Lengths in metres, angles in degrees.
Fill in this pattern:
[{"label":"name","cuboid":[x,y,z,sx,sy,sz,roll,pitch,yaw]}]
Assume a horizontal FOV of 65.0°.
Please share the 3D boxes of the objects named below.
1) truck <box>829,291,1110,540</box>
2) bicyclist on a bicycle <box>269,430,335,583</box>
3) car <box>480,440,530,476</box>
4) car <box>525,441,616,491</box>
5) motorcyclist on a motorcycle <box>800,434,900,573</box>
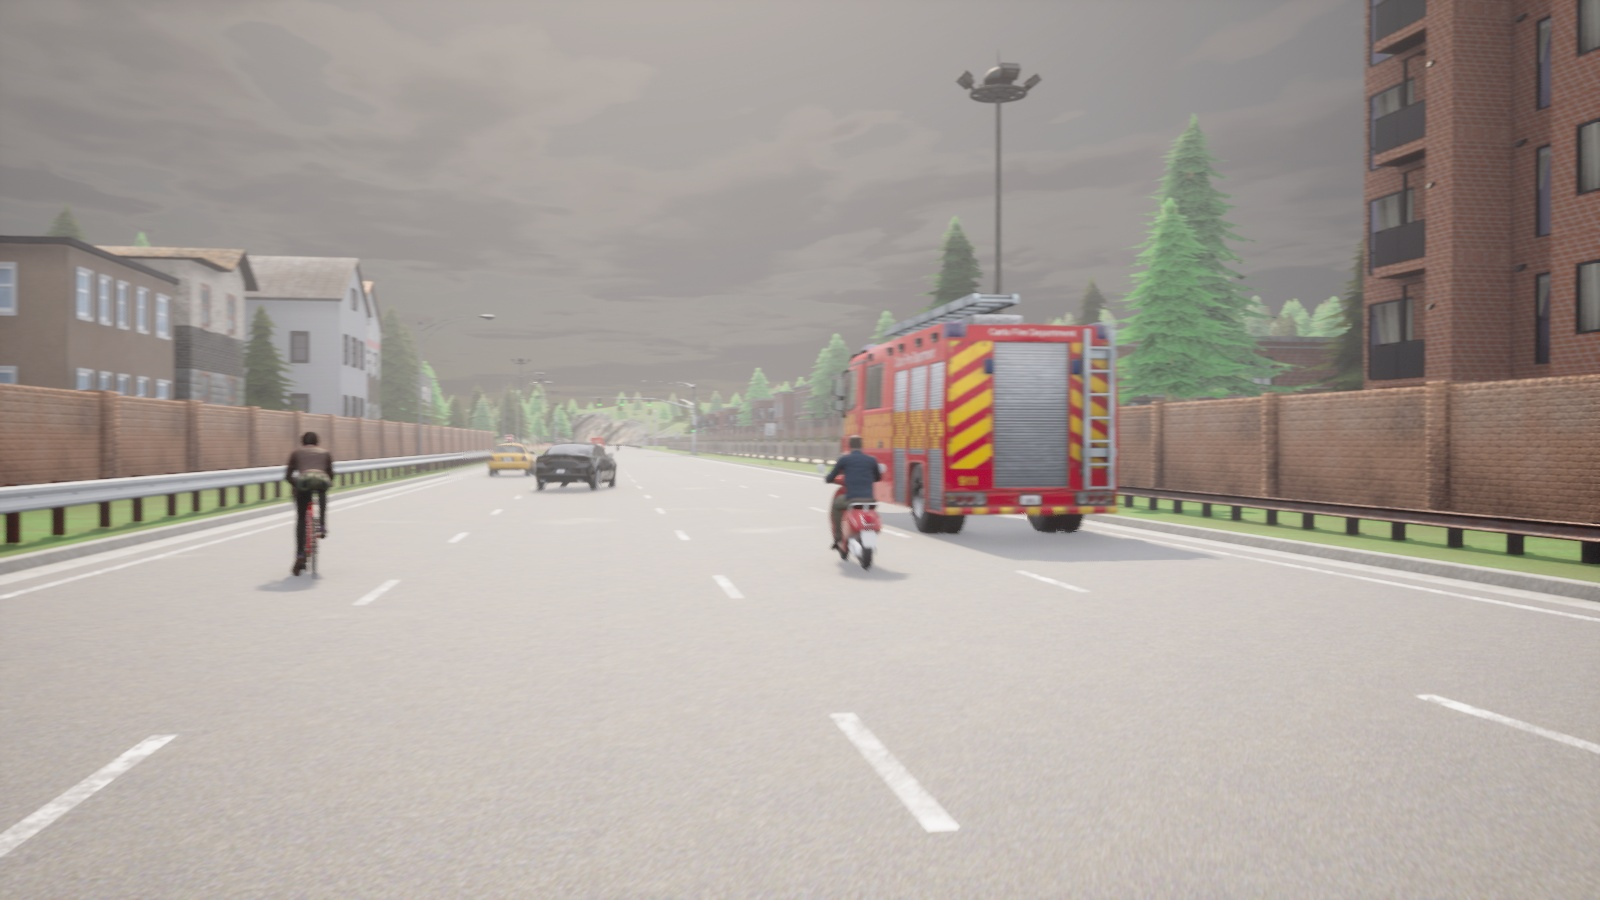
[{"label":"truck","cuboid":[2.755,-0.549,23.710,2.891,3.827,8.468,0,0,-9]},{"label":"bicyclist on a bicycle","cuboid":[-5.647,0.606,14.197,0.582,1.620,1.656,1,0,-25]},{"label":"car","cuboid":[-13.300,0.330,56.840,1.801,1.575,5.366,0,0,-9]},{"label":"car","cuboid":[-7.374,0.473,40.825,1.882,1.535,5.008,0,0,2]},{"label":"motorcyclist on a motorcycle","cuboid":[0.577,0.612,15.331,0.866,1.590,1.817,0,0,-9]}]
